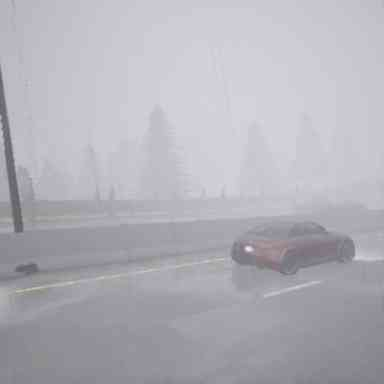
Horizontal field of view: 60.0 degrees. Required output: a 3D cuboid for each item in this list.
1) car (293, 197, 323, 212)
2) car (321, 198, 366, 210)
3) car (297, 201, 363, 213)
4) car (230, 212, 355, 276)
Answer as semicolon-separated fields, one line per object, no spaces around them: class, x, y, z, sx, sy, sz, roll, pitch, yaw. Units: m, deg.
car;12.541;1.260;34.416;5.008;1.535;1.882;-2;1;-35
car;14.645;1.345;31.617;4.181;1.385;1.994;-2;1;-35
car;10.028;1.544;24.037;4.718;1.301;1.895;0;0;-35
car;3.209;1.542;10.335;4.181;1.385;1.994;0;0;-36
